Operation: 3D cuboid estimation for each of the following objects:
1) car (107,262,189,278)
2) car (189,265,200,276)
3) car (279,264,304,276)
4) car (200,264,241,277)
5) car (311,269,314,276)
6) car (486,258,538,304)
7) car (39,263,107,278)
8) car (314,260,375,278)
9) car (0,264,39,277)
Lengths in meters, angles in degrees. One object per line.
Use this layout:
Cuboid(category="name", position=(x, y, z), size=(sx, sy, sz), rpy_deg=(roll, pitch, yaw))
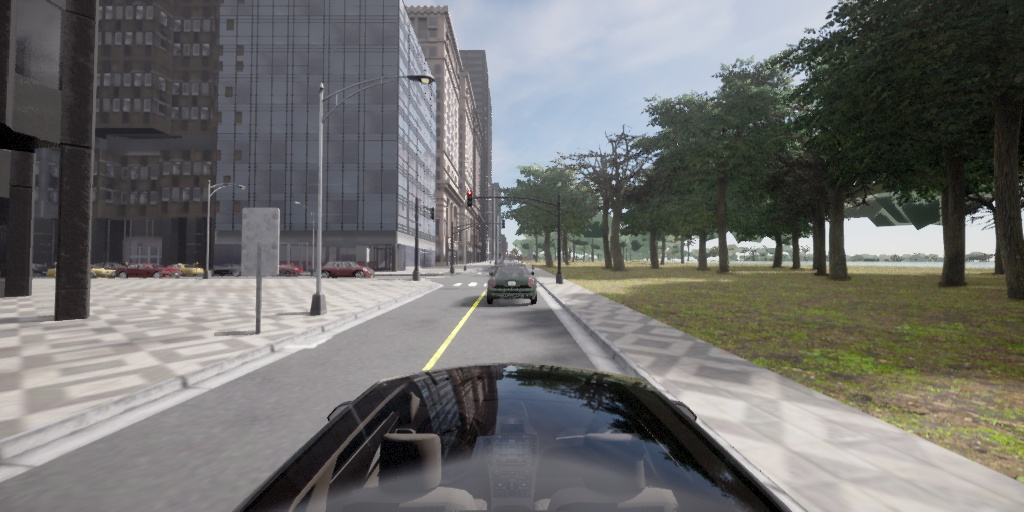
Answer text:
Cuboid(category="car", position=(-29.975, 1.242, 29.627), size=(4.507, 1.381, 1.888), rpy_deg=(0, 0, 0))
Cuboid(category="car", position=(-35.639, 1.452, 38.140), size=(4.829, 1.417, 1.751), rpy_deg=(0, 0, 0))
Cuboid(category="car", position=(-24.496, 1.501, 38.157), size=(4.207, 1.307, 1.802), rpy_deg=(0, 0, 0))
Cuboid(category="car", position=(-29.982, 1.488, 38.149), size=(4.313, 1.339, 1.948), rpy_deg=(0, 0, 0))
Cuboid(category="car", position=(-19.009, 1.481, 38.165), size=(4.313, 1.339, 1.948), rpy_deg=(0, 0, 0))
Cuboid(category="car", position=(-0.001, 1.124, 16.476), size=(2.097, 1.767, 4.553), rpy_deg=(0, 0, 0))
Cuboid(category="car", position=(-35.292, 1.226, 29.619), size=(4.829, 1.417, 1.751), rpy_deg=(0, 0, 0))
Cuboid(category="car", position=(-13.544, 1.125, 29.650), size=(4.097, 1.591, 1.967), rpy_deg=(0, 0, -1))
Cuboid(category="car", position=(-51.931, 1.485, 38.117), size=(4.403, 1.370, 2.007), rpy_deg=(0, 0, 0))
